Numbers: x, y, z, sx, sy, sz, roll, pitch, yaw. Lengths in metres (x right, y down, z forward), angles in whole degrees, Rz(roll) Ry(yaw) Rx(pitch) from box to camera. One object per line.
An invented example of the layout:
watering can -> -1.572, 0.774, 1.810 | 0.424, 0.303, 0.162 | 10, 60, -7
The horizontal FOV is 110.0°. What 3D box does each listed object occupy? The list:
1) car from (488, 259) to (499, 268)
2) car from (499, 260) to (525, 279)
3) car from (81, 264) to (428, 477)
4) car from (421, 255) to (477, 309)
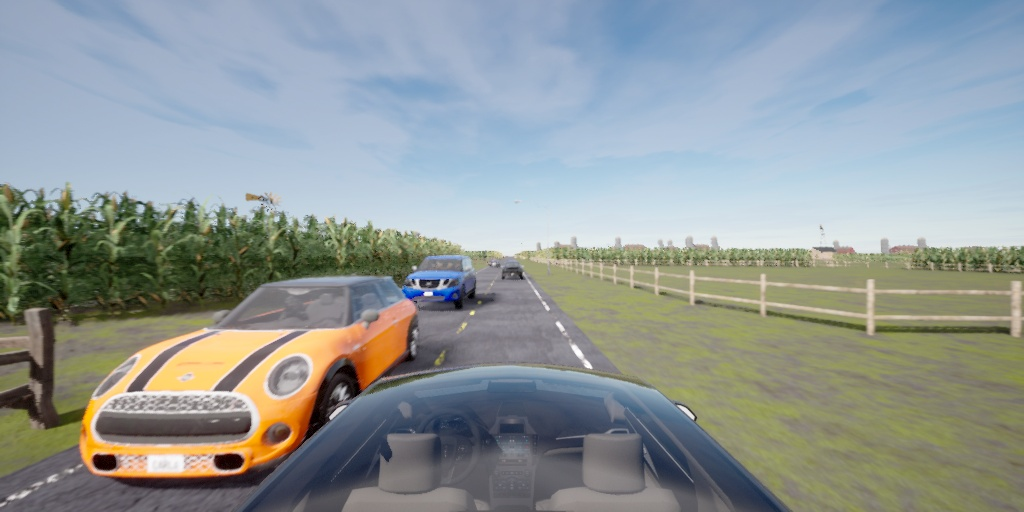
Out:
car -> -2.907, 1.208, 61.202 | 2.128, 1.511, 4.902 | 0, 0, 0
car -> 0.045, 1.248, 32.047 | 1.837, 1.490, 4.892 | 0, 0, 0
car -> -2.851, 1.107, 5.186 | 2.097, 1.767, 4.553 | 0, 0, 0
car -> -2.844, 0.976, 15.393 | 2.150, 2.045, 5.566 | 0, 0, 2
